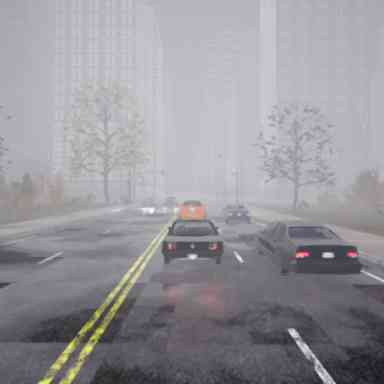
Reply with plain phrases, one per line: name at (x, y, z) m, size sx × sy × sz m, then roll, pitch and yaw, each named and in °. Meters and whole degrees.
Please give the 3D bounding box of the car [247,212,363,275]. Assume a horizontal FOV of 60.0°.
car at (3.275, 1.572, 10.499) m, size 2.033 × 1.411 × 5.357 m, roll 0°, pitch 0°, yaw 0°

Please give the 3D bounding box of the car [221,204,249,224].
car at (3.278, 1.599, 25.476) m, size 2.033 × 1.411 × 5.357 m, roll 0°, pitch 0°, yaw 0°

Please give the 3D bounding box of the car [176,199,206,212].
car at (0.052, 1.406, 27.581) m, size 2.097 × 1.767 × 4.553 m, roll 0°, pitch 0°, yaw 1°

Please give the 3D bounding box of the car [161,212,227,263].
car at (0.039, 1.628, 12.018) m, size 1.895 × 1.301 × 4.718 m, roll 0°, pitch 0°, yaw 1°

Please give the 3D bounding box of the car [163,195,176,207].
car at (-3.279, 1.435, 51.578) m, size 2.097 × 1.767 × 4.553 m, roll 0°, pitch 0°, yaw 1°

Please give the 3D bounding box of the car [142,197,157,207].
car at (-6.529, 1.576, 51.483) m, size 2.128 × 1.511 × 4.902 m, roll 0°, pitch 0°, yaw 0°
